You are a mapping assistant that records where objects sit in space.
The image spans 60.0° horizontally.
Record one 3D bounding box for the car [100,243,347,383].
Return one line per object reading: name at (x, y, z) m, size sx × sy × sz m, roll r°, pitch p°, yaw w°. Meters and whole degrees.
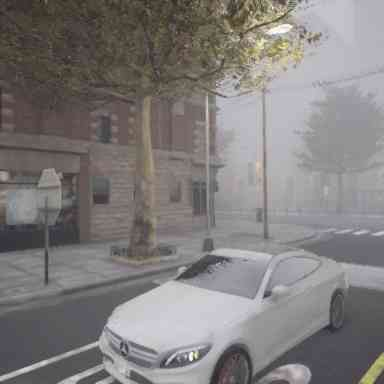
car at (0.876, 1.606, 5.215) m, size 1.812 × 1.442 × 4.674 m, roll -2°, pitch -1°, yaw 44°
